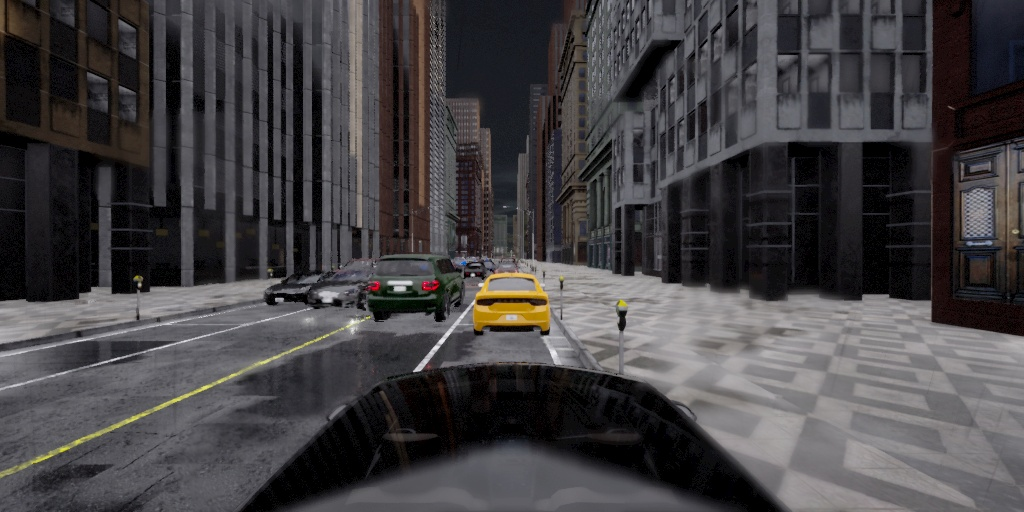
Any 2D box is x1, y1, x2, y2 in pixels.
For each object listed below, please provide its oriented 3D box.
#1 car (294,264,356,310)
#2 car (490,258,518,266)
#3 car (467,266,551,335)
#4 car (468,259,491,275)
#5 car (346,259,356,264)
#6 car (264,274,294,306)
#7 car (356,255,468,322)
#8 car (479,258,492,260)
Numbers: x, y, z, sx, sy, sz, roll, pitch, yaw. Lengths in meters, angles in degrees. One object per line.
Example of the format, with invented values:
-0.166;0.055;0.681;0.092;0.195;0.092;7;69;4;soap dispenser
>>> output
-6.246;1.241;14.607;2.128;1.511;4.902;0;0;0;car
-0.383;1.189;27.203;1.967;1.591;4.097;0;0;0;car
-0.006;1.227;10.501;1.882;1.535;5.008;0;0;0;car
-3.145;1.253;31.204;1.837;1.490;4.892;0;0;0;car
-8.908;1.064;21.556;2.192;1.841;5.009;0;0;0;car
-8.908;1.315;15.920;1.948;1.339;4.313;0;0;0;car
-3.047;0.973;12.452;2.150;2.045;5.566;0;0;0;car
-3.045;1.312;45.693;1.994;1.385;4.181;0;0;0;car
